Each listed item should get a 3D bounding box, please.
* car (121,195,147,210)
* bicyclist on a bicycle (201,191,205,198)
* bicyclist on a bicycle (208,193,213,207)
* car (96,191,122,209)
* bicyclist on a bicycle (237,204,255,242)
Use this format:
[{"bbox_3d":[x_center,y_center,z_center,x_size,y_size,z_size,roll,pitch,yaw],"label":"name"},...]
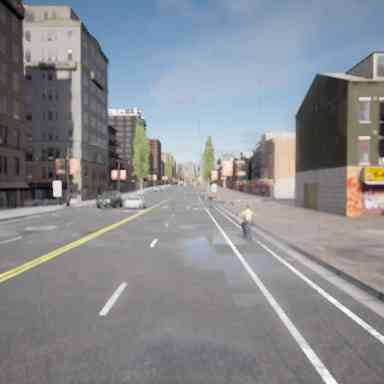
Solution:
[{"bbox_3d":[-6.526,1.226,38.380,1.812,1.442,4.674,0,0,1],"label":"car"},{"bbox_3d":[2.527,0.569,73.104,0.866,1.612,1.509,0,2,-3],"label":"bicyclist on a bicycle"},{"bbox_3d":[2.278,1.049,40.445,0.659,1.776,1.843,0,1,0],"label":"bicyclist on a bicycle"},{"bbox_3d":[-9.763,0.911,39.843,2.150,2.045,5.566,0,0,0],"label":"car"},{"bbox_3d":[2.473,1.352,14.930,0.866,1.612,1.509,0,1,-2],"label":"bicyclist on a bicycle"}]
